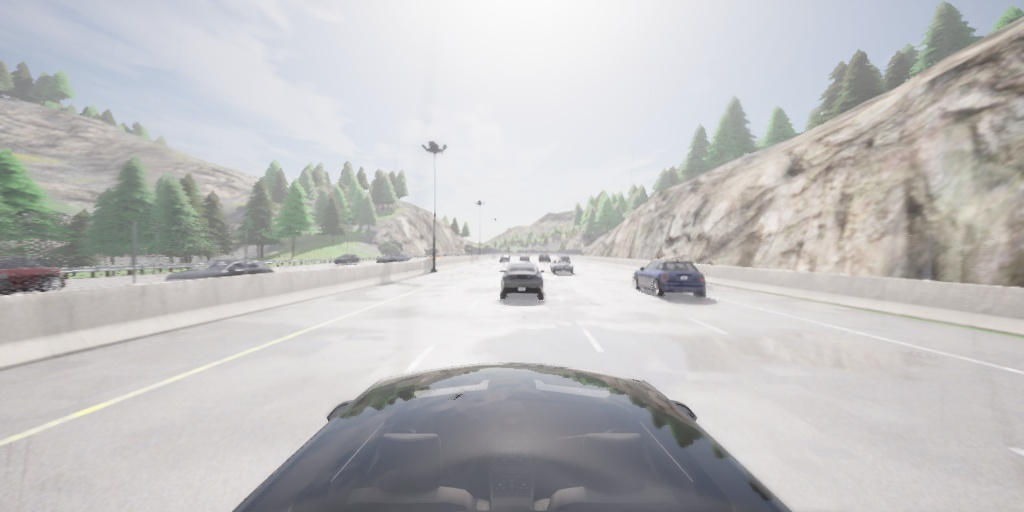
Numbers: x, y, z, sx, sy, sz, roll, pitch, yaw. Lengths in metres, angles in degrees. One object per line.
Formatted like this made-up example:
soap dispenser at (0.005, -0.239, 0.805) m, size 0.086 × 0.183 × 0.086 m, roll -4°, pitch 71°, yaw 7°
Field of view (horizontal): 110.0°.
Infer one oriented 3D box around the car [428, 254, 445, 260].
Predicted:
car at (-12.130, 0.394, 57.879) m, size 1.882 × 1.535 × 5.008 m, roll 0°, pitch 1°, yaw 3°

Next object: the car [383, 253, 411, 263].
car at (-15.911, 0.336, 50.635) m, size 2.097 × 1.767 × 4.553 m, roll 0°, pitch 1°, yaw 3°

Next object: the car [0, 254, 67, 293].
car at (-20.808, 0.783, 13.822) m, size 2.097 × 1.767 × 4.553 m, roll 0°, pitch 1°, yaw 2°

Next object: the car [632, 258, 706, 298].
car at (7.507, 0.950, 17.585) m, size 2.097 × 1.767 × 4.553 m, roll 0°, pitch 1°, yaw 2°

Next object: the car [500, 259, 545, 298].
car at (0.492, 1.059, 16.904) m, size 1.837 × 1.490 × 4.892 m, roll 0°, pitch 1°, yaw 2°

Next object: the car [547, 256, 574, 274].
car at (4.633, 0.963, 33.869) m, size 1.895 × 1.301 × 4.718 m, roll 0°, pitch 1°, yaw 2°

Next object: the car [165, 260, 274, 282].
car at (-13.688, 0.934, 17.098) m, size 2.128 × 1.511 × 4.902 m, roll 0°, pitch 1°, yaw 2°

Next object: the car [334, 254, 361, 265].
car at (-22.930, 0.440, 50.121) m, size 1.837 × 1.490 × 4.892 m, roll 0°, pitch 1°, yaw 3°

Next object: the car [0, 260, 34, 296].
car at (-17.438, 1.002, 9.732) m, size 2.128 × 1.511 × 4.902 m, roll 0°, pitch 1°, yaw 2°

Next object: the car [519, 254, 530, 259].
car at (2.284, 0.420, 65.278) m, size 2.128 × 1.511 × 4.902 m, roll 0°, pitch 1°, yaw 2°

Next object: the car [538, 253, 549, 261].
car at (5.774, 0.315, 64.894) m, size 2.097 × 1.767 × 4.553 m, roll 0°, pitch 1°, yaw 2°

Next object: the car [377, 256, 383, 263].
car at (-19.224, 0.458, 55.482) m, size 1.994 × 1.385 × 4.181 m, roll 0°, pitch 1°, yaw 3°
